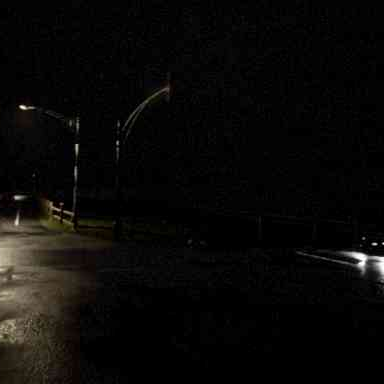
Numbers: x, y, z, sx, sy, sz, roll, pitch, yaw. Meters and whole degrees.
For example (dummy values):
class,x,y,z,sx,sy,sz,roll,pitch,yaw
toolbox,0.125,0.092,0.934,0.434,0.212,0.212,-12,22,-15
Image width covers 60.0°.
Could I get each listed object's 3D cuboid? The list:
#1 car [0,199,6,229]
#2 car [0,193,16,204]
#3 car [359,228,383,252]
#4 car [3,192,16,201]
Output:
class,x,y,z,sx,sy,sz,roll,pitch,yaw
car,-10.566,1.277,16.501,1.837,1.490,4.892,2,0,-27
car,-27.132,1.032,48.906,1.994,1.385,4.181,2,-1,-27
car,10.421,2.388,16.644,4.181,1.385,1.994,3,-2,-27
car,-33.227,0.834,60.620,1.882,1.535,5.008,2,-1,-27
